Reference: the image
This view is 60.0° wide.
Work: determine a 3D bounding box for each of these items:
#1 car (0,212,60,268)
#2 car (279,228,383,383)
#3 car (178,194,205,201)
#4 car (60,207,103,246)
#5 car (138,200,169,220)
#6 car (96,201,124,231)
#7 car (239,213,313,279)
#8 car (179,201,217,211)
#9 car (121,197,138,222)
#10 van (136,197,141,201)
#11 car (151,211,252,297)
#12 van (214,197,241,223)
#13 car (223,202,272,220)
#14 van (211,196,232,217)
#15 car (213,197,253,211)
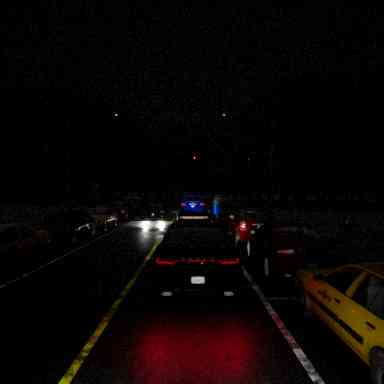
[{"bbox_3d":[-5.770,1.526,9.676,1.752,1.417,4.829,0,0,0],"label":"car"},{"bbox_3d":[2.758,1.525,4.582,1.752,1.417,4.829,0,0,0],"label":"car"},{"bbox_3d":[0.009,1.226,29.438,2.150,2.045,5.566,0,0,-2],"label":"car"},{"bbox_3d":[-5.773,1.567,15.283,1.947,1.339,4.313,0,0,0],"label":"car"},{"bbox_3d":[-3.027,1.568,27.720,1.994,1.385,4.181,0,0,0],"label":"car"},{"bbox_3d":[-5.775,1.527,20.551,1.752,1.417,4.829,0,0,0],"label":"car"},{"bbox_3d":[2.755,1.545,9.850,1.887,1.381,4.507,0,0,0],"label":"car"},{"bbox_3d":[0.087,1.493,19.071,2.128,1.511,4.902,0,0,0],"label":"car"},{"bbox_3d":[-5.778,1.444,26.158,1.967,1.590,4.097,0,0,0],"label":"car"},{"bbox_3d":[-5.781,1.346,31.596,1.690,1.788,3.998,0,0,0],"label":"van"},{"bbox_3d":[0.090,1.478,8.627,1.882,1.535,5.008,0,0,0],"label":"car"},{"bbox_3d":[2.747,1.345,26.162,1.690,1.788,3.998,0,0,0],"label":"van"},{"bbox_3d":[2.752,1.441,15.287,1.967,1.590,4.097,0,0,0],"label":"car"},{"bbox_3d":[2.745,1.346,31.600,1.690,1.788,3.998,0,0,0],"label":"van"},{"bbox_3d":[2.750,1.317,20.725,2.192,1.841,5.009,0,0,0],"label":"car"}]
